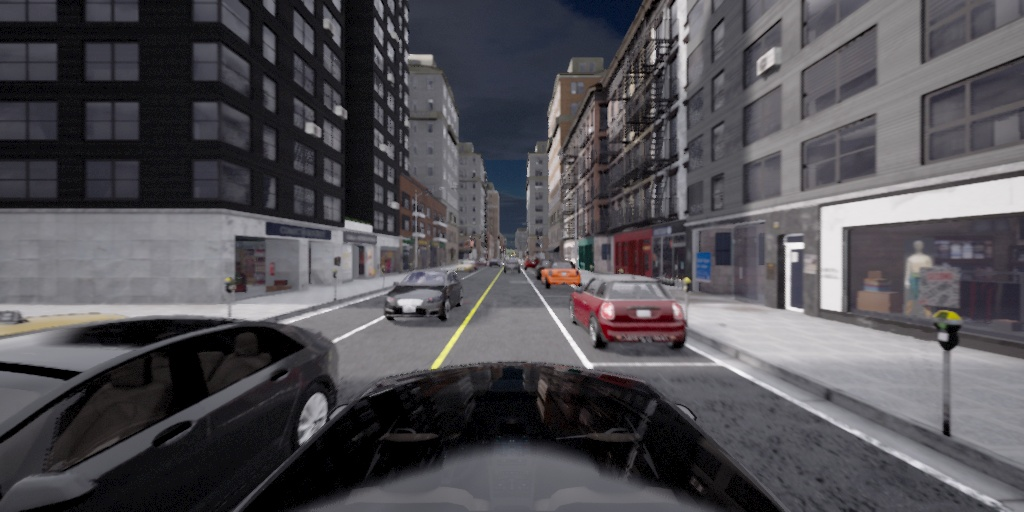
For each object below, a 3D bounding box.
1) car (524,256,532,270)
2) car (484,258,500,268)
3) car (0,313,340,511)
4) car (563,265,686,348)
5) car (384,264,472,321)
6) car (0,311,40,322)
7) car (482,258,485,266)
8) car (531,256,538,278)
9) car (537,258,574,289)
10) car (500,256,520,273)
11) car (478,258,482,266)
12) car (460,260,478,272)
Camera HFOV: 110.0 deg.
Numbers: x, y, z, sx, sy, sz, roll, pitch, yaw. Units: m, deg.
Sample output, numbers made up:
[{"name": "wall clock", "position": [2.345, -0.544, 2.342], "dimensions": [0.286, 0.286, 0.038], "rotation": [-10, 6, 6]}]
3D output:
[{"name": "car", "position": [2.639, 0.923, 47.300], "dimensions": [2.192, 1.841, 5.009], "rotation": [0, 0, 0]}, {"name": "car", "position": [-2.794, 1.131, 57.565], "dimensions": [2.033, 1.411, 5.357], "rotation": [0, 0, 1]}, {"name": "car", "position": [-2.852, 1.254, 2.153], "dimensions": [1.837, 1.490, 4.892], "rotation": [0, 0, 0]}, {"name": "car", "position": [2.638, 1.167, 9.120], "dimensions": [1.967, 1.591, 4.097], "rotation": [0, 0, 0]}, {"name": "car", "position": [-2.835, 1.208, 12.389], "dimensions": [2.128, 1.511, 4.902], "rotation": [0, 0, 0]}, {"name": "car", "position": [-5.387, 1.269, 3.503], "dimensions": [1.751, 1.417, 4.829], "rotation": [0, 0, 0]}, {"name": "car", "position": [-5.384, 1.011, 63.663], "dimensions": [1.967, 1.591, 4.097], "rotation": [0, 0, 0]}, {"name": "car", "position": [2.990, 1.013, 29.773], "dimensions": [2.097, 1.767, 4.553], "rotation": [0, 0, 0]}, {"name": "car", "position": [2.989, 1.036, 22.773], "dimensions": [2.097, 1.767, 4.553], "rotation": [0, 0, 0]}, {"name": "car", "position": [0.032, 1.116, 41.377], "dimensions": [2.128, 1.511, 4.902], "rotation": [0, 0, 1]}, {"name": "car", "position": [-5.385, 1.190, 47.303], "dimensions": [1.802, 1.307, 4.207], "rotation": [0, 0, 0]}, {"name": "car", "position": [-5.385, 1.148, 41.680], "dimensions": [1.751, 1.417, 4.829], "rotation": [0, 0, 0]}]
